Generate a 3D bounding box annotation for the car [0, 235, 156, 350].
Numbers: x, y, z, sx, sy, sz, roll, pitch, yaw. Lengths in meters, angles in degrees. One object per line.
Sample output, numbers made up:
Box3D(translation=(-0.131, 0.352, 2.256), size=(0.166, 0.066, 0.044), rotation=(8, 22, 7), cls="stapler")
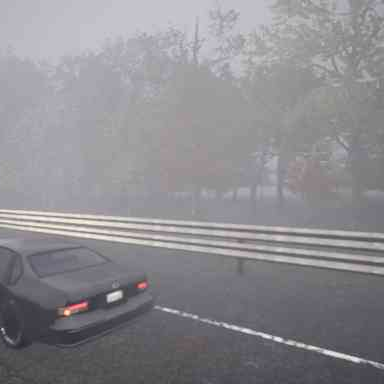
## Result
Box3D(translation=(-3.159, 1.550, 6.229), size=(5.357, 1.411, 2.033), rotation=(0, 0, 35), cls="car")
